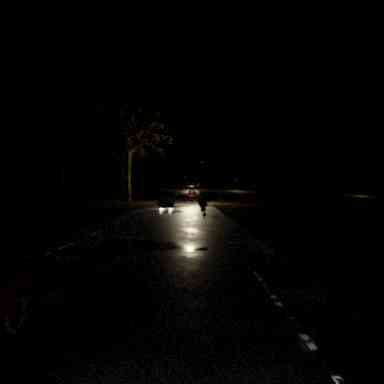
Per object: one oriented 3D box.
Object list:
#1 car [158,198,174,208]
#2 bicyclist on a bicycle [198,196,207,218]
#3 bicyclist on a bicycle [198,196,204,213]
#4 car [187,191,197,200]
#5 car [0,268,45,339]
[{"bbox_3d":[-3.559,1.481,46.931,1.994,1.385,4.181,0,1,0],"label":"car"},{"bbox_3d":[0.958,1.367,27.658,0.659,1.776,1.843,0,0,0],"label":"bicyclist on a bicycle"},{"bbox_3d":[0.956,1.347,36.657,0.659,1.776,1.843,0,1,0],"label":"bicyclist on a bicycle"},{"bbox_3d":[-0.013,1.109,75.575,2.128,1.511,4.902,0,1,0],"label":"car"},{"bbox_3d":[-3.599,1.602,3.822,1.895,1.301,4.718,0,0,0],"label":"car"}]
